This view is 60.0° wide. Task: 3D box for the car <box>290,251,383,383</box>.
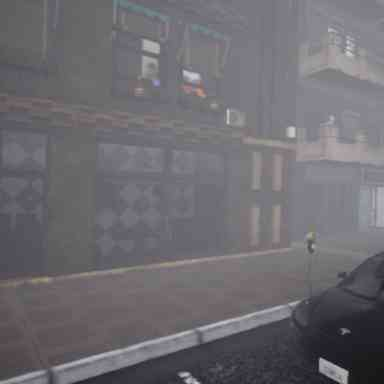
[{"bbox_3d":[3.313,1.559,4.759,4.313,1.339,1.947,1,1,-34],"label":"car"}]
